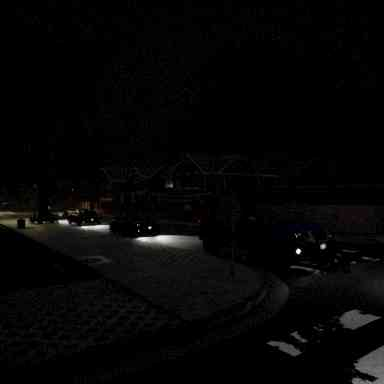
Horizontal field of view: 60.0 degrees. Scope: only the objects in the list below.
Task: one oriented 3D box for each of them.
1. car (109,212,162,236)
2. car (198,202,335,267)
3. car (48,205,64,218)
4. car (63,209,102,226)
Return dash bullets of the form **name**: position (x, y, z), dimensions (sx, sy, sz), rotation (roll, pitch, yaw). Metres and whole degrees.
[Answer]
- **car**: position (-3.669, 1.965, 21.177), dimensions (1.994, 1.385, 4.181), rotation (0, -1, -37)
- **car**: position (2.464, 1.406, 12.611), dimensions (2.150, 2.045, 5.566), rotation (0, -1, -36)
- **car**: position (-15.515, 2.281, 37.784), dimensions (2.128, 1.511, 4.902), rotation (0, -1, -35)
- **car**: position (-9.505, 2.163, 29.332), dimensions (1.994, 1.385, 4.181), rotation (0, -1, -36)
